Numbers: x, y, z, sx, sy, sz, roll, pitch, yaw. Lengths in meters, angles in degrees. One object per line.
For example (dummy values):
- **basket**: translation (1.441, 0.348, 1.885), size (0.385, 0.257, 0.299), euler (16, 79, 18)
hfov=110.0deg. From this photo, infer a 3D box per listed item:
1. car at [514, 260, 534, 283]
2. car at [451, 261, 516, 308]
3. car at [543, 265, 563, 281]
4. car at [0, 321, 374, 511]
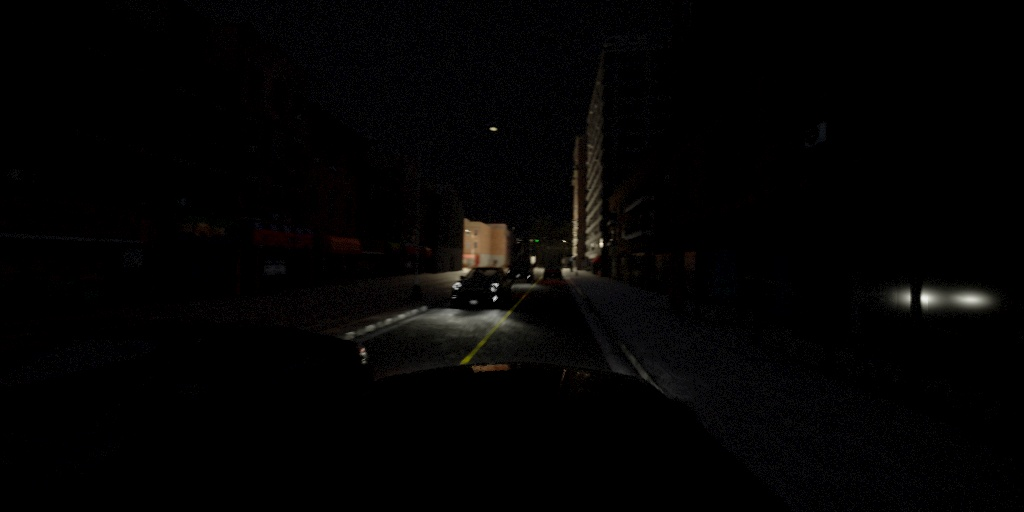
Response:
- **car**: translation (0.878, 1.389, 33.381), size (2.150, 2.045, 5.566), euler (1, -1, 7)
- **car**: translation (-1.236, 1.263, 16.360), size (2.097, 1.767, 4.553), euler (1, -1, 7)
- **car**: translation (4.340, 1.767, 38.037), size (1.882, 1.535, 5.008), euler (1, -1, 7)
- **car**: translation (-2.887, 1.276, 2.830), size (1.994, 1.385, 4.181), euler (1, -1, 7)
